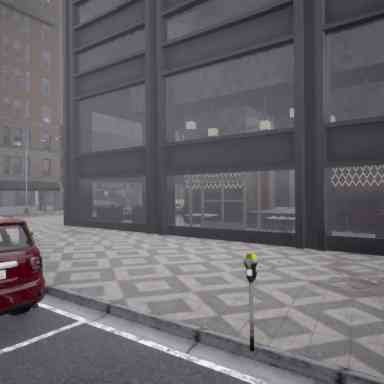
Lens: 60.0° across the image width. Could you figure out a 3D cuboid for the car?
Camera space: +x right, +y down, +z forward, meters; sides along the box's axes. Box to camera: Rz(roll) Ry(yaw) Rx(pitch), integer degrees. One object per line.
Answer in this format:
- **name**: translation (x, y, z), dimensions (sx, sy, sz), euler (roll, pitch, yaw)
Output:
- **car**: translation (-4.811, 1.317, 6.282), dimensions (5.009, 1.841, 2.192), euler (0, -1, 35)
